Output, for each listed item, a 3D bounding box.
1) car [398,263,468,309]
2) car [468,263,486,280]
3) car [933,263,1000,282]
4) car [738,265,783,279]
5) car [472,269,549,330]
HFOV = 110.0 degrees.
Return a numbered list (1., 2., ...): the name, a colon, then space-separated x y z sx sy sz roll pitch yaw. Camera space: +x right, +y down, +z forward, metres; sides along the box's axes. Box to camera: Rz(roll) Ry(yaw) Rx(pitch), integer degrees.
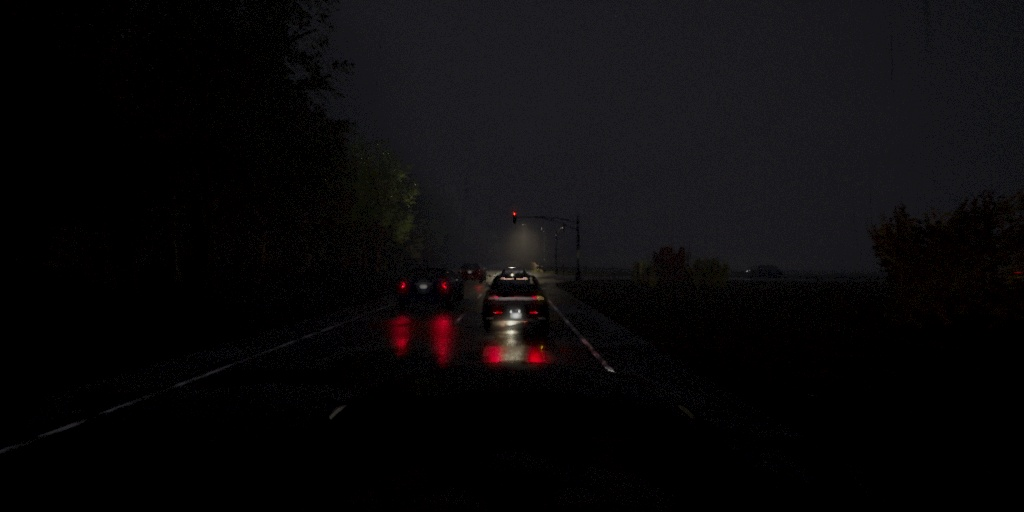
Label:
1. car: -3.396 1.228 15.887 2.097 1.767 4.553 0 -1 0
2. car: -3.390 1.362 31.088 2.097 1.767 4.553 0 -1 0
3. car: 50.288 1.846 39.781 5.566 2.045 2.150 1 -1 1
4. car: 30.005 1.847 43.480 4.553 1.767 2.097 1 -1 0
5. car: 0.104 1.328 11.550 2.128 1.511 4.902 0 -1 0
